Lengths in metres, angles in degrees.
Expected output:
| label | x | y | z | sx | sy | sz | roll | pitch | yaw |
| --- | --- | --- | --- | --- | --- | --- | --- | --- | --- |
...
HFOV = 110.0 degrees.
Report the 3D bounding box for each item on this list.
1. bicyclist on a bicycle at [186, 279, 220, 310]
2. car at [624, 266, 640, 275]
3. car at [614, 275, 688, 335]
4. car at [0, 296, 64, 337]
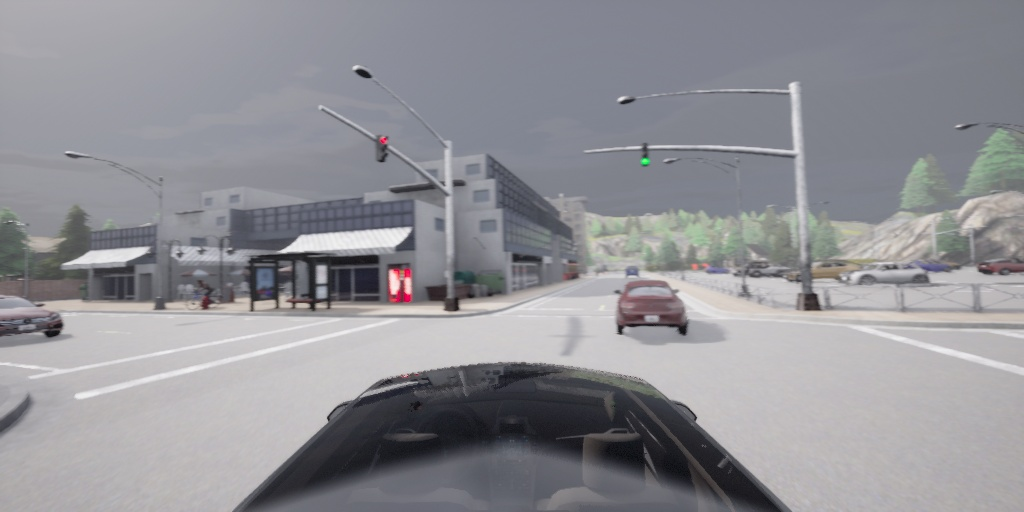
| label | x | y | z | sx | sy | sz | roll | pitch | yaw |
| --- | --- | --- | --- | --- | --- | --- | --- | --- | --- |
| bicyclist on a bicycle | -16.820 | 2.087 | 19.535 | 0.582 | 1.620 | 1.656 | -2 | -2 | 18 |
| car | 19.869 | 2.617 | 59.279 | 2.150 | 2.045 | 5.566 | -2 | -2 | 18 |
| car | 4.188 | 1.454 | 11.103 | 1.812 | 1.442 | 4.674 | -3 | -3 | 18 |
| car | -17.105 | 2.027 | 11.749 | 4.674 | 1.442 | 1.812 | -2 | -2 | 18 |
